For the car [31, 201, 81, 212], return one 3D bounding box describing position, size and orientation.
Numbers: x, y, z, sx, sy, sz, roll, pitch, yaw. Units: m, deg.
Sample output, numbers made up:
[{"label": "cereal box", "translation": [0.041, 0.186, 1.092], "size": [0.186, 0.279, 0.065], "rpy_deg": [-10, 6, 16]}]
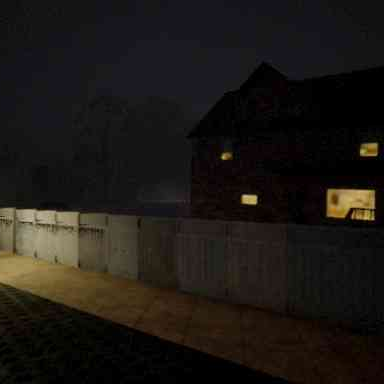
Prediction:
[{"label": "car", "translation": [-12.387, 1.599, 31.051], "size": [1.882, 1.535, 5.008], "rpy_deg": [3, 3, 43]}]
